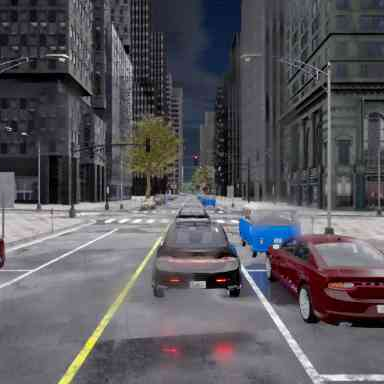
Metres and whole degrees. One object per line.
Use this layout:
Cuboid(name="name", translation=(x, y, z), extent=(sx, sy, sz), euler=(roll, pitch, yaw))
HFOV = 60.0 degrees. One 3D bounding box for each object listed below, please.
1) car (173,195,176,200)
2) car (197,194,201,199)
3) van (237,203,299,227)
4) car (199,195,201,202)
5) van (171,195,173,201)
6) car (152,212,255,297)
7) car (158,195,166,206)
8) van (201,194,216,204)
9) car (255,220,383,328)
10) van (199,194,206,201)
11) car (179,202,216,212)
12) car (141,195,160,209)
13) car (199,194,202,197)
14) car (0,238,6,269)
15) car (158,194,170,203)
Cuboid(name="car", translation=(-5.882, 1.636, 87.417), extent=(1.947, 1.339, 4.313), euler=(0, 0, 0))
Cuboid(name="car", translation=(2.664, 1.599, 72.167), extent=(2.008, 1.369, 4.403), euler=(0, 0, 0))
Cuboid(name="van", translation=(2.763, 1.343, 12.530), extent=(1.690, 1.788, 3.998), euler=(0, 0, 0))
Cuboid(name="car", translation=(2.687, 1.595, 55.927), extent=(1.947, 1.339, 4.313), euler=(0, 0, 0))
Cuboid(name="van", translation=(-5.867, 1.395, 76.840), extent=(1.690, 1.788, 3.998), euler=(0, 0, 0))
Cuboid(name="car", translation=(0.089, 1.492, 8.542), extent=(2.128, 1.511, 4.902), euler=(0, 0, 0))
Cuboid(name="car", translation=(-5.838, 1.574, 55.684), extent=(1.887, 1.381, 4.507), euler=(0, 0, 0))
Cuboid(name="van", translation=(2.695, 1.365, 50.514), extent=(1.690, 1.788, 3.998), euler=(0, 0, 0))
Cuboid(name="car", translation=(2.769, 1.545, 7.004), extent=(1.887, 1.381, 4.507), euler=(0, 0, 0))
Cuboid(name="van", translation=(2.650, 1.404, 82.994), extent=(1.690, 1.788, 3.998), euler=(0, 0, 0))
Cuboid(name="car", translation=(0.061, 1.495, 17.928), extent=(2.128, 1.511, 4.902), euler=(0, 0, 1))
Cuboid(name="car", translation=(-5.829, 1.545, 44.934), extent=(1.752, 1.417, 4.829), euler=(0, 0, 0))
Cuboid(name="car", translation=(2.679, 1.579, 61.340), extent=(1.887, 1.381, 4.507), euler=(0, 0, 0))
Cuboid(name="car", translation=(-5.786, 1.545, 7.011), extent=(1.887, 1.381, 4.507), euler=(0, 0, 0))
Cuboid(name="car", translation=(-5.844, 1.349, 60.974), extent=(2.192, 1.841, 5.009), euler=(0, 0, 0))
